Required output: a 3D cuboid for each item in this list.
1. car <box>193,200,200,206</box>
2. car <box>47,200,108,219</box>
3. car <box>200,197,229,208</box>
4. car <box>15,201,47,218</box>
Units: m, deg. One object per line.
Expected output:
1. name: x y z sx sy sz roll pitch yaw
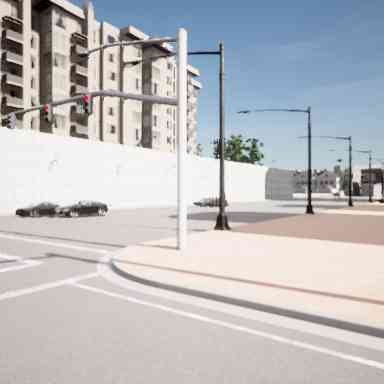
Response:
1. car: 2.346 1.523 52.175 2.033 1.411 5.357 0 0 36
2. car: -9.686 1.467 29.431 2.128 1.511 4.902 0 0 36
3. car: 3.563 1.542 47.887 1.994 1.385 4.181 0 0 36
4. car: -13.578 1.536 30.006 1.994 1.385 4.181 0 0 35
